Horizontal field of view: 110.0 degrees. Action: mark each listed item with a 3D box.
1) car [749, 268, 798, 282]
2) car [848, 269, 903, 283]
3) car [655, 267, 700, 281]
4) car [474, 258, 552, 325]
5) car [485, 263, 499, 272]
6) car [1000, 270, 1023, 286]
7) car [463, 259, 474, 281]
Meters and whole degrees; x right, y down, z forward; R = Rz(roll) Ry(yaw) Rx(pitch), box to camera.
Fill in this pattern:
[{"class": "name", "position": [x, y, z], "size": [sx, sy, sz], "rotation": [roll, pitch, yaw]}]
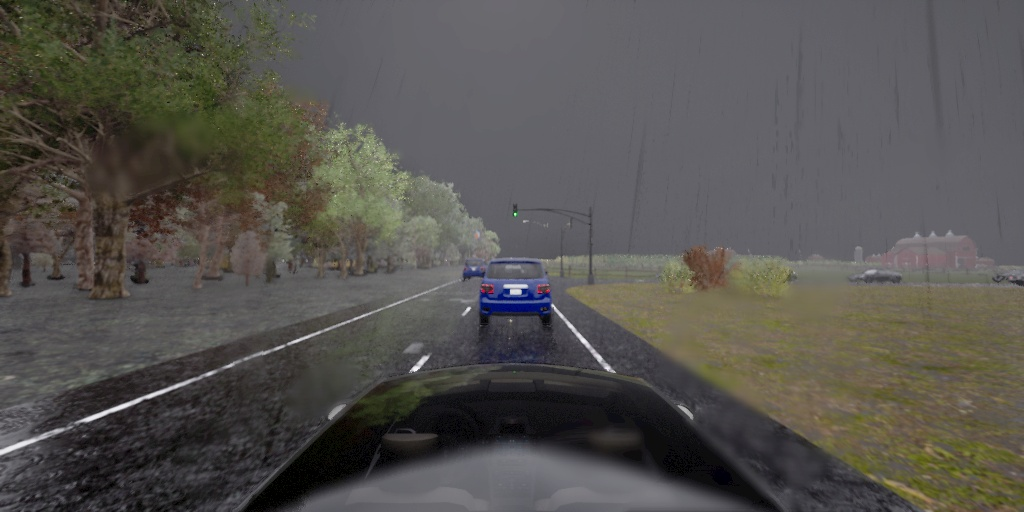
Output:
[{"class": "car", "position": [27.569, 2.014, 37.986], "size": [4.674, 1.442, 1.812], "rotation": [1, -2, 0]}, {"class": "car", "position": [38.417, 2.132, 37.932], "size": [4.674, 1.442, 1.812], "rotation": [1, -2, 0]}, {"class": "car", "position": [17.705, 1.907, 38.070], "size": [4.674, 1.442, 1.812], "rotation": [1, -2, 1]}, {"class": "car", "position": [0.100, 1.090, 12.513], "size": [2.150, 2.045, 5.566], "rotation": [0, 0, 0]}, {"class": "car", "position": [-3.391, 1.932, 61.864], "size": [2.033, 1.411, 5.357], "rotation": [0, -1, 0]}, {"class": "car", "position": [51.027, 2.192, 34.252], "size": [5.357, 1.411, 2.033], "rotation": [1, -2, 1]}, {"class": "car", "position": [-3.393, 1.321, 34.466], "size": [2.150, 2.045, 5.566], "rotation": [0, -1, 0]}]
